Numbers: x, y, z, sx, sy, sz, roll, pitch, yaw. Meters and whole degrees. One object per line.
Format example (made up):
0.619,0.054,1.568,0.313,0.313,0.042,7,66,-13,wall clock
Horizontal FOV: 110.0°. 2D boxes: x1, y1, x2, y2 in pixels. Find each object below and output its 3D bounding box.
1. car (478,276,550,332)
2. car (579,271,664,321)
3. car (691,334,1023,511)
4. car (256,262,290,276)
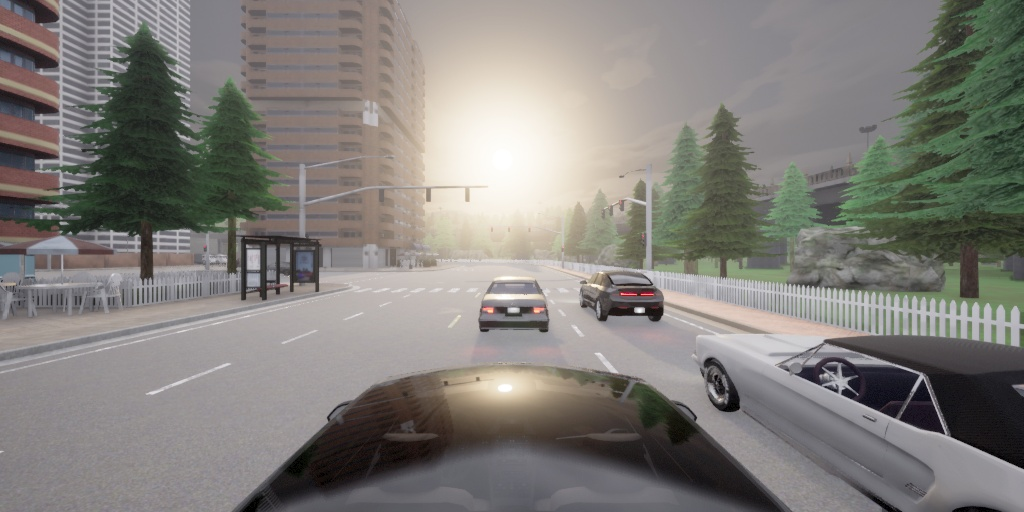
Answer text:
0.081,1.297,10.787,2.033,1.411,5.357,0,0,1,car
3.568,1.255,12.375,1.837,1.490,4.892,0,0,1,car
3.514,1.351,3.113,1.895,1.301,4.718,0,0,1,car
-24.538,1.331,37.773,4.674,1.442,1.812,0,0,0,car
